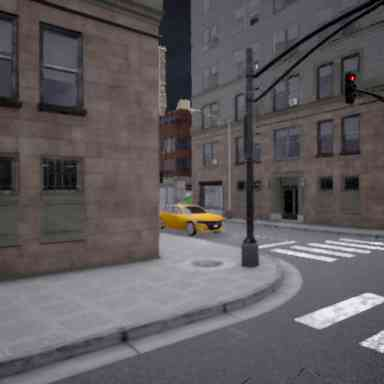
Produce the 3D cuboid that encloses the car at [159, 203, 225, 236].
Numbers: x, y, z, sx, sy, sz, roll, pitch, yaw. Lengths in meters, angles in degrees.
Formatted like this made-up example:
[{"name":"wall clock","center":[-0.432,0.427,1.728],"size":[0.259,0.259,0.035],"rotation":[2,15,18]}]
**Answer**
[{"name":"car","center":[-0.278,1.406,18.420],"size":[1.882,1.535,5.008],"rotation":[0,0,-36]}]
